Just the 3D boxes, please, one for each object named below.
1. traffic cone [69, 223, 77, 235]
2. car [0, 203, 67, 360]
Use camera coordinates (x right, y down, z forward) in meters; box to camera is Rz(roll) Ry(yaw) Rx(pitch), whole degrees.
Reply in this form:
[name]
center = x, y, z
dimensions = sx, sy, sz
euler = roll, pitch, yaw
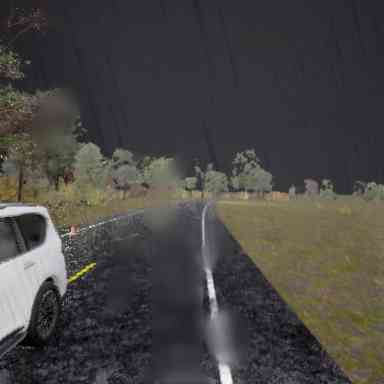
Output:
[traffic cone]
center = -6.043, 1.875, 17.007
dimensions = 0.340, 0.580, 0.340
euler = 1, 0, 1
[car]
center = -3.163, 1.188, 3.330
dimensions = 2.150, 2.045, 5.566
euler = 1, 0, 1
